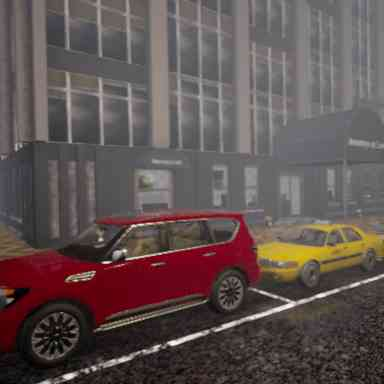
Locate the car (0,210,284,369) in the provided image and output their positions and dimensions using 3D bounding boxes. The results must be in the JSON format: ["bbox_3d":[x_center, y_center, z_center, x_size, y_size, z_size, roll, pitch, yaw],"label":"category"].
[{"bbox_3d":[-0.959,1.295,5.893,5.009,1.841,2.192,-1,-1,-35],"label":"car"}]

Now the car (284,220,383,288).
[{"bbox_3d":[3.412,1.462,9.007,4.829,1.417,1.752,-1,-1,-35],"label":"car"}]
